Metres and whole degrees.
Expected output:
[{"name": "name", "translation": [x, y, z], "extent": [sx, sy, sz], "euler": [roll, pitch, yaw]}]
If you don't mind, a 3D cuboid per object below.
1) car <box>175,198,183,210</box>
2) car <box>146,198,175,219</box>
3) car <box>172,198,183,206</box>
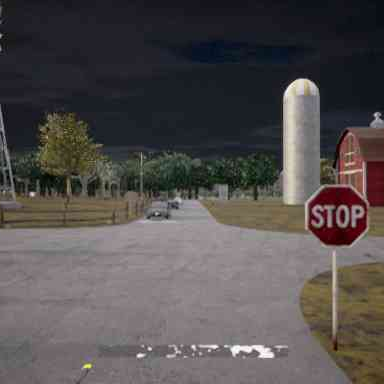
[{"name": "car", "translation": [-2.719, 1.656, 44.848], "extent": [2.033, 1.411, 5.357], "euler": [0, 0, 1]}, {"name": "car", "translation": [-2.804, 1.545, 29.215], "extent": [1.837, 1.490, 4.892], "euler": [0, 1, 1]}, {"name": "car", "translation": [-2.619, 1.749, 61.178], "extent": [1.812, 1.442, 4.674], "euler": [0, -1, 1]}]
